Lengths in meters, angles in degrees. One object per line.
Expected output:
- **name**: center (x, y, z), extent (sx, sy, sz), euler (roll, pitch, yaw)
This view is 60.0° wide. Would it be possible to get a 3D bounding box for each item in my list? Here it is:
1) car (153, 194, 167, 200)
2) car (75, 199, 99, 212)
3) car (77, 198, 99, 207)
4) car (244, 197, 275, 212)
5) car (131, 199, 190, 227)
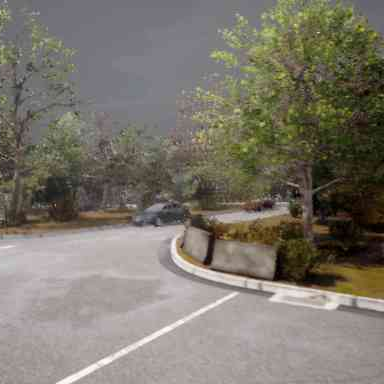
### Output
- **car**: center (-5.722, 1.427, 60.258), extent (2.150, 2.045, 5.566), euler (-2, 0, -12)
- **car**: center (-14.747, 2.035, 44.603), extent (1.837, 1.490, 4.892), euler (-4, -2, 36)
- **car**: center (-23.718, 2.435, 76.124), extent (4.553, 1.767, 2.097), euler (-2, -2, 27)
- **car**: center (7.324, 1.295, 35.882), extent (1.882, 1.535, 5.008), euler (-4, -1, 35)
- **car**: center (-2.043, 1.487, 22.494), extent (1.837, 1.490, 4.892), euler (-4, -1, 34)
